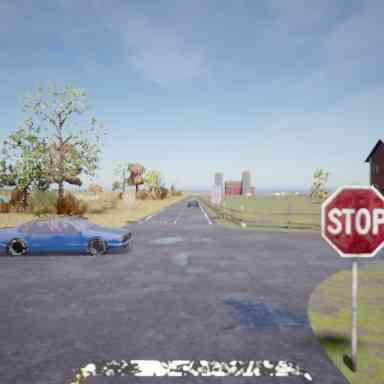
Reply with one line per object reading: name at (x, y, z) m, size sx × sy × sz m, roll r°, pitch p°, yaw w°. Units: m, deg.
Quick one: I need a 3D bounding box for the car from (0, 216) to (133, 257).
car at (-5.116, 1.686, 13.145) m, size 5.357 × 1.411 × 2.033 m, roll -1°, pitch 0°, yaw 1°

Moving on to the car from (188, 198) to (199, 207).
car at (0.223, 1.815, 57.027) m, size 2.128 × 1.511 × 4.902 m, roll 0°, pitch 0°, yaw 0°

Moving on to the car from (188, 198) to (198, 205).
car at (0.154, 1.940, 70.696) m, size 2.033 × 1.411 × 5.357 m, roll 0°, pitch 0°, yaw 0°
